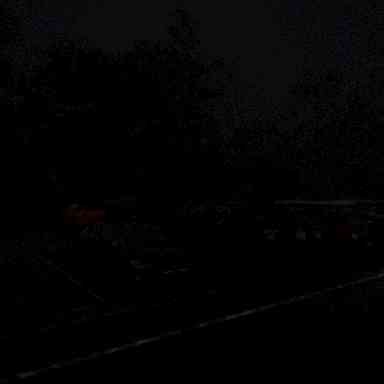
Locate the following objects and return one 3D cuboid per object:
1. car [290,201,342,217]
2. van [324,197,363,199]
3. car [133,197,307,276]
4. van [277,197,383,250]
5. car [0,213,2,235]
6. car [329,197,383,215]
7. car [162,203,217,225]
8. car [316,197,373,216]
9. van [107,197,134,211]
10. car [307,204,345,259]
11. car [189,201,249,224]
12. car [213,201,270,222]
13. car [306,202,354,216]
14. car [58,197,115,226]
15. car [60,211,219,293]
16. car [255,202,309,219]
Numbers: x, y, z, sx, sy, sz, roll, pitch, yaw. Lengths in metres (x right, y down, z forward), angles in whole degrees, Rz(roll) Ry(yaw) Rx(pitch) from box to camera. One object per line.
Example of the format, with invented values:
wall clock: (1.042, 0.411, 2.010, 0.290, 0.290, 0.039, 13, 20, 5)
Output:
car: (13.314, 1.789, 35.994, 2.097, 1.535, 5.008, 1, 0, -36)
van: (9.595, 1.415, 17.415, 1.878, 1.987, 4.442, 1, 0, -36)
car: (0.518, 1.277, 10.833, 2.435, 2.045, 5.566, 1, 0, -35)
van: (5.166, 1.357, 13.969, 1.878, 1.987, 4.442, 1, 0, -36)
car: (-11.626, 1.524, 18.210, 2.002, 1.452, 4.674, 0, 0, -35)
car: (20.026, 1.643, 40.760, 2.435, 2.045, 5.566, 1, -1, -36)
car: (-0.287, 1.651, 26.285, 2.002, 1.452, 4.674, 1, 0, -35)
car: (17.861, 1.607, 39.213, 2.435, 2.045, 5.566, 1, -1, -36)
van: (-4.890, 1.328, 23.148, 1.878, 1.987, 4.442, 1, 0, -35)
car: (2.833, 1.428, 12.409, 2.185, 1.767, 4.553, 1, 0, -36)
car: (2.086, 1.637, 27.754, 1.946, 1.575, 5.366, 1, 0, -36)
car: (4.249, 1.668, 29.520, 2.097, 1.535, 5.008, 1, 0, -36)
car: (15.477, 1.861, 37.542, 2.002, 1.452, 4.674, 1, 0, -36)
car: (-7.070, 1.402, 21.414, 2.185, 1.767, 4.553, 1, 0, -35)
car: (-1.755, 1.505, 9.186, 2.231, 1.521, 4.892, 1, 0, -35)
car: (8.761, 1.755, 32.785, 2.163, 1.488, 4.792, 1, 0, -36)
